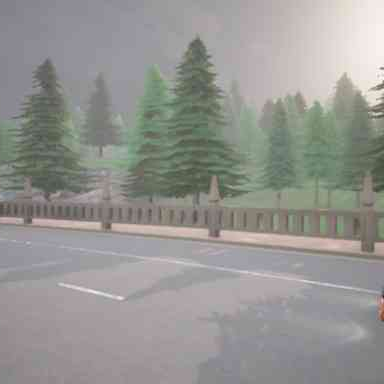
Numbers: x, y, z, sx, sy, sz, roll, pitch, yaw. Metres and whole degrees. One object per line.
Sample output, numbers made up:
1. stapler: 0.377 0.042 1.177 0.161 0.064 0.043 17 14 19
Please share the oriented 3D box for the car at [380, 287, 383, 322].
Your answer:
1. car: 5.190 1.351 4.530 4.553 1.767 2.097 0 0 35
